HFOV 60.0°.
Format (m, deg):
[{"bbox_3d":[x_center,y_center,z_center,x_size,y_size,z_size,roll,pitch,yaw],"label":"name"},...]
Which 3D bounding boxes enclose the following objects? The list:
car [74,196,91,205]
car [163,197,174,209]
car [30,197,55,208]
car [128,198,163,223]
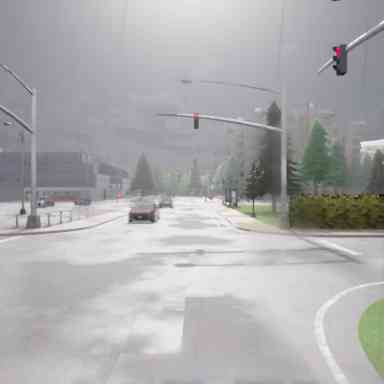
[{"bbox_3d":[-17.425,1.371,53.076,1.845,1.501,3.633,0,0,0],"label":"car"},{"bbox_3d":[-3.552,1.502,45.987,1.837,1.490,4.892,0,0,0],"label":"car"},{"bbox_3d":[-20.482,1.382,45.687,1.970,1.475,3.806,0,0,0],"label":"car"},{"bbox_3d":[-3.594,1.477,25.541,1.882,1.535,5.008,0,0,0],"label":"car"}]
